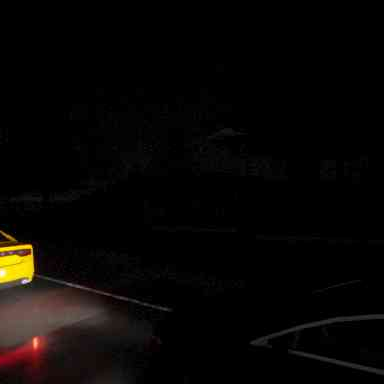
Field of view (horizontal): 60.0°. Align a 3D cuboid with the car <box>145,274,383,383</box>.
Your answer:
[{"bbox_3d":[1.767,1.492,2.747,4.902,1.511,2.128,0,0,35],"label":"car"}]

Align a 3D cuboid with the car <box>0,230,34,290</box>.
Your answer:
[{"bbox_3d":[-5.831,1.469,8.000,5.008,1.535,1.882,0,0,35],"label":"car"}]
